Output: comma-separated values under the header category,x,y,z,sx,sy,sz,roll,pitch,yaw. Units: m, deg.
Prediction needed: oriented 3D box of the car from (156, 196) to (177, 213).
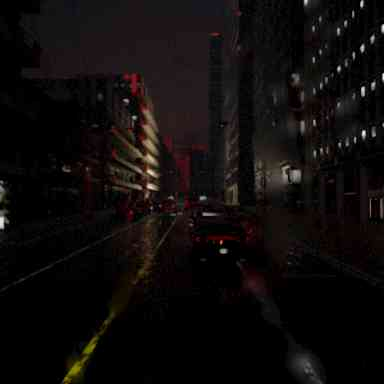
category,x,y,z,sx,sy,sz,roll,pitch,yaw
car,-3.014,1.685,41.494,2.097,1.767,4.553,0,0,0

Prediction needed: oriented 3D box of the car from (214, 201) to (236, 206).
category,x,y,z,sx,sy,sz,roll,pitch,yaw
car,2.749,1.629,23.190,1.967,1.590,4.097,1,0,0

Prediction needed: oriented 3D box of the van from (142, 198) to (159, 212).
category,x,y,z,sx,sy,sz,roll,pitch,yaw
van,-5.587,1.706,45.321,1.690,1.788,3.998,1,0,0

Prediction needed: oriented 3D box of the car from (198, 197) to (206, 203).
category,x,y,z,sx,sy,sz,roll,pitch,yaw
car,2.888,2.193,95.312,1.967,1.590,4.097,1,0,0

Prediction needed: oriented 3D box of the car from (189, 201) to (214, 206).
category,x,y,z,sx,sy,sz,roll,pitch,yaw
car,0.900,1.755,28.121,1.812,1.442,4.674,0,0,0

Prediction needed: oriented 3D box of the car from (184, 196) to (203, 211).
category,x,y,z,sx,sy,sz,roll,pitch,yaw
car,0.090,1.607,47.853,2.150,2.045,5.566,0,0,0

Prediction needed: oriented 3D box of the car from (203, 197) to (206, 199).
category,x,y,z,sx,sy,sz,roll,pitch,yaw
car,2.812,1.978,56.646,1.752,1.417,4.829,1,0,0

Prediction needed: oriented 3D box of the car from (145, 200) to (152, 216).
category,x,y,z,sx,sy,sz,roll,pitch,yaw
car,-5.612,1.822,34.226,1.887,1.381,4.507,1,0,0

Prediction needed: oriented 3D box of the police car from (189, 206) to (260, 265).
category,x,y,z,sx,sy,sz,roll,pitch,yaw
police car,0.921,1.526,12.232,1.930,1.638,5.238,0,0,0

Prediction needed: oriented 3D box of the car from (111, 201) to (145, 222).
category,x,y,z,sx,sy,sz,roll,pitch,yaw
car,-5.621,1.674,28.679,1.967,1.590,4.097,1,0,0

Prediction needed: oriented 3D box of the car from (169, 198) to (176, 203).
category,x,y,z,sx,sy,sz,roll,pitch,yaw
car,-5.462,2.335,95.236,1.802,1.307,4.206,1,0,0

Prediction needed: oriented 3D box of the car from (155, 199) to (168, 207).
category,x,y,z,sx,sy,sz,roll,pitch,yaw
car,-5.558,2.047,61.958,2.008,1.369,4.403,1,0,0

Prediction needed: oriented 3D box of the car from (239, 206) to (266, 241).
category,x,y,z,sx,sy,sz,roll,pitch,yaw
car,2.736,1.689,17.641,1.887,1.381,4.507,1,0,0

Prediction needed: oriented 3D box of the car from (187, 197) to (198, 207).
category,x,y,z,sx,sy,sz,roll,pitch,yaw
car,0.118,1.853,62.703,2.097,1.767,4.553,0,0,0

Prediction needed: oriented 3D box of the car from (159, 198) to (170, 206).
category,x,y,z,sx,sy,sz,roll,pitch,yaw
car,-5.546,1.979,67.506,1.967,1.590,4.097,1,0,0

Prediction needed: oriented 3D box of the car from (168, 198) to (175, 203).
category,x,y,z,sx,sy,sz,roll,pitch,yaw
car,-5.472,2.235,89.521,1.752,1.417,4.829,1,0,0

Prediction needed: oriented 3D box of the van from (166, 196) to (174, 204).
category,x,y,z,sx,sy,sz,roll,pitch,yaw
van,-5.486,2.009,84.146,1.690,1.788,3.998,1,0,0

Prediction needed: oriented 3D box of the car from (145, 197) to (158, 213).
category,x,y,z,sx,sy,sz,roll,pitch,yaw
car,-5.599,1.761,39.773,1.967,1.590,4.097,1,0,0

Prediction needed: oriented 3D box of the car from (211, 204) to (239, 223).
category,x,y,z,sx,sy,sz,roll,pitch,yaw
car,2.758,1.778,28.737,1.887,1.381,4.507,1,0,0

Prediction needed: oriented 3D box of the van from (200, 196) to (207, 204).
category,x,y,z,sx,sy,sz,roll,pitch,yaw
van,2.869,2.009,84.217,1.690,1.788,3.998,1,0,0

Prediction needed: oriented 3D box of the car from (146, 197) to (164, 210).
category,x,y,z,sx,sy,sz,roll,pitch,yaw
car,-5.576,1.724,50.867,2.192,1.841,5.009,1,0,0

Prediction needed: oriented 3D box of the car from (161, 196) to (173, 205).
category,x,y,z,sx,sy,sz,roll,pitch,yaw
car,-5.536,1.898,73.053,2.192,1.841,5.009,1,0,0

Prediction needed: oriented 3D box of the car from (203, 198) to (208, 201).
category,x,y,z,sx,sy,sz,roll,pitch,yaw
car,2.789,1.915,45.380,2.008,1.369,4.403,1,0,0

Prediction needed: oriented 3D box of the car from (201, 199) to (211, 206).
category,x,y,z,sx,sy,sz,roll,pitch,yaw
car,2.832,2.121,67.571,1.802,1.307,4.206,1,0,0

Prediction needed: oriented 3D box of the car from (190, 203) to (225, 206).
category,x,y,z,sx,sy,sz,roll,pitch,yaw
car,0.920,1.706,22.123,1.812,1.442,4.674,0,0,0
